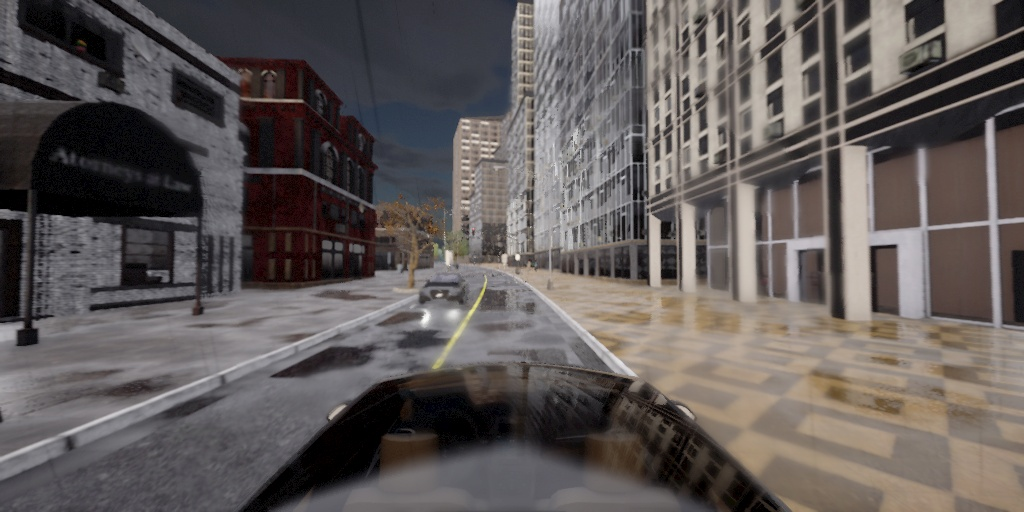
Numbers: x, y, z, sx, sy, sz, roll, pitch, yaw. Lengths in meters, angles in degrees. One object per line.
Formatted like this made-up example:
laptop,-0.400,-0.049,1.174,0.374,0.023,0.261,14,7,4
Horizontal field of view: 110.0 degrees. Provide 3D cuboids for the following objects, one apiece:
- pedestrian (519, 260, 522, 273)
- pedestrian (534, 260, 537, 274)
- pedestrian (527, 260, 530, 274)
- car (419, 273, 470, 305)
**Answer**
pedestrian,1.152,1.406,49.605,0.375,1.860,0.375,1,-2,-5
pedestrian,3.199,1.516,49.192,0.375,1.860,0.375,1,-2,-5
pedestrian,2.260,1.495,48.501,0.375,1.860,0.375,1,-2,-5
car,-3.154,1.517,17.366,1.994,1.385,4.181,0,-1,-2
